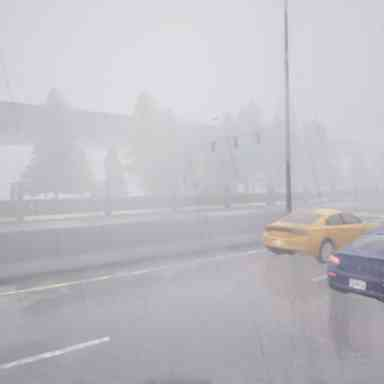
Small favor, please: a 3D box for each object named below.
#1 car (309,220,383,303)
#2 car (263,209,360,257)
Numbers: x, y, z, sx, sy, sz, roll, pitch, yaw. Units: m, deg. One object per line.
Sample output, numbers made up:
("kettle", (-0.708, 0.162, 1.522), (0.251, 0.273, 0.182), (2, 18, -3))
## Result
("car", (4.815, 1.419, 7.230), (4.674, 1.442, 1.812), (-2, 1, -35))
("car", (4.622, 1.321, 11.381), (5.008, 1.535, 1.882), (-1, 1, -35))
